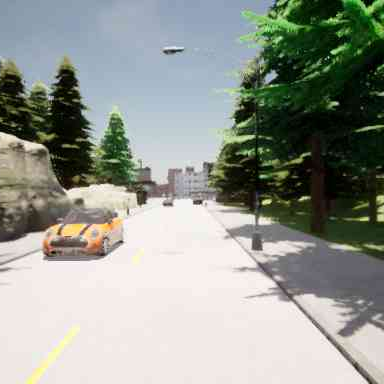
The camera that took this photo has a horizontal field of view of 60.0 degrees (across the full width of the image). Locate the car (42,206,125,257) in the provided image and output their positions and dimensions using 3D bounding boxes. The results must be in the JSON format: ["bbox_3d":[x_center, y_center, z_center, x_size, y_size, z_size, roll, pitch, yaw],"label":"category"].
[{"bbox_3d":[-4.095,1.420,13.256,2.097,1.767,4.553,0,0,0],"label":"car"}]

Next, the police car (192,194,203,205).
[{"bbox_3d":[1.186,1.768,65.814,1.930,1.638,5.238,0,0,0],"label":"police car"}]

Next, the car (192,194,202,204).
[{"bbox_3d":[1.112,1.567,75.735,2.150,2.045,5.566,-3,0,0],"label":"car"}]

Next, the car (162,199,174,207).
[{"bbox_3d":[-4.023,1.848,57.787,2.033,1.411,5.357,0,0,0],"label":"car"}]
